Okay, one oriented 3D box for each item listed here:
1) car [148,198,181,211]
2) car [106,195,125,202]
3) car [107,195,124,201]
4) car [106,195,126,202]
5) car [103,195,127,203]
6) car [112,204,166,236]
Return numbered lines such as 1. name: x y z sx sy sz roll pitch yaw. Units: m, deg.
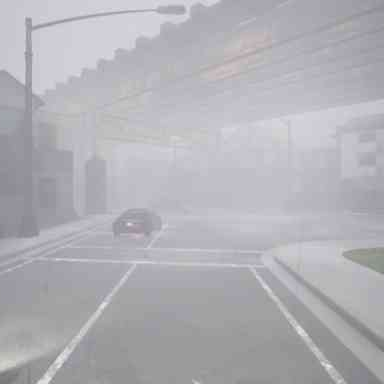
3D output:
1. car: -3.571 1.527 41.778 1.882 1.535 5.008 0 0 -45
2. car: -17.498 1.543 76.119 2.038 1.542 4.974 0 0 15
3. car: -17.484 1.386 76.169 1.853 1.218 4.536 0 0 15
4. car: -16.771 1.381 72.463 4.536 1.218 1.853 0 0 -15
5. car: -16.821 1.539 72.449 4.974 1.542 2.038 0 0 -15
6. car: -2.947 1.586 18.592 1.994 1.385 4.181 0 0 5
